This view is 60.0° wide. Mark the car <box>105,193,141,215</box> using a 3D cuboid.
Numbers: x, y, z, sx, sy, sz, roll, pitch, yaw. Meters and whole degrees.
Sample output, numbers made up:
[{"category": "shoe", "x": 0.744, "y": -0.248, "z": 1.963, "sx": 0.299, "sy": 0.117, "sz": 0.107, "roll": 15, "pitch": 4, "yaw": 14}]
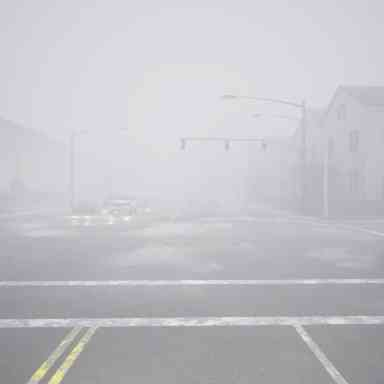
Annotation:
[{"category": "car", "x": -7.066, "y": 1.221, "z": 34.714, "sx": 2.150, "sy": 2.045, "sz": 5.566, "roll": 0, "pitch": 0, "yaw": 0}]

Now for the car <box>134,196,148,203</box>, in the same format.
[{"category": "car", "x": -10.438, "y": 1.547, "z": 68.099, "sx": 2.033, "sy": 1.411, "sz": 5.357, "roll": 0, "pitch": 0, "yaw": 0}]

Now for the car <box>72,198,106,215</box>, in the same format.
[{"category": "car", "x": -10.566, "y": 1.564, "z": 33.686, "sx": 1.994, "sy": 1.385, "sz": 4.181, "roll": 0, "pitch": 0, "yaw": 0}]

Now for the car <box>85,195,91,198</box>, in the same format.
[{"category": "car", "x": -28.095, "y": 1.452, "z": 84.419, "sx": 2.038, "sy": 1.542, "sz": 4.974, "roll": 0, "pitch": 0, "yaw": -36}]

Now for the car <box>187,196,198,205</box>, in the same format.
[{"category": "car", "x": 0.059, "y": 1.491, "z": 58.669, "sx": 2.128, "sy": 1.511, "sz": 4.902, "roll": 0, "pitch": 0, "yaw": 0}]

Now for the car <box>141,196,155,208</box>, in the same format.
[{"category": "car", "x": -7.049, "y": 1.501, "z": 48.816, "sx": 1.837, "sy": 1.490, "sz": 4.892, "roll": 0, "pitch": 1, "yaw": 0}]

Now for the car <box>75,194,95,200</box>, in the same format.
[{"category": "car", "x": -28.880, "y": 1.452, "z": 89.786, "sx": 2.038, "sy": 1.542, "sz": 4.974, "roll": 0, "pitch": 0, "yaw": 29}]

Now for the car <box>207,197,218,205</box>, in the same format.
[{"category": "car", "x": 3.558, "y": 1.599, "z": 58.695, "sx": 1.895, "sy": 1.301, "sz": 4.718, "roll": 0, "pitch": 0, "yaw": 0}]

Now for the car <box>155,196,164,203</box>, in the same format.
[{"category": "car", "x": -6.932, "y": 1.485, "z": 68.879, "sx": 1.882, "sy": 1.535, "sz": 5.008, "roll": 0, "pitch": 0, "yaw": 0}]
